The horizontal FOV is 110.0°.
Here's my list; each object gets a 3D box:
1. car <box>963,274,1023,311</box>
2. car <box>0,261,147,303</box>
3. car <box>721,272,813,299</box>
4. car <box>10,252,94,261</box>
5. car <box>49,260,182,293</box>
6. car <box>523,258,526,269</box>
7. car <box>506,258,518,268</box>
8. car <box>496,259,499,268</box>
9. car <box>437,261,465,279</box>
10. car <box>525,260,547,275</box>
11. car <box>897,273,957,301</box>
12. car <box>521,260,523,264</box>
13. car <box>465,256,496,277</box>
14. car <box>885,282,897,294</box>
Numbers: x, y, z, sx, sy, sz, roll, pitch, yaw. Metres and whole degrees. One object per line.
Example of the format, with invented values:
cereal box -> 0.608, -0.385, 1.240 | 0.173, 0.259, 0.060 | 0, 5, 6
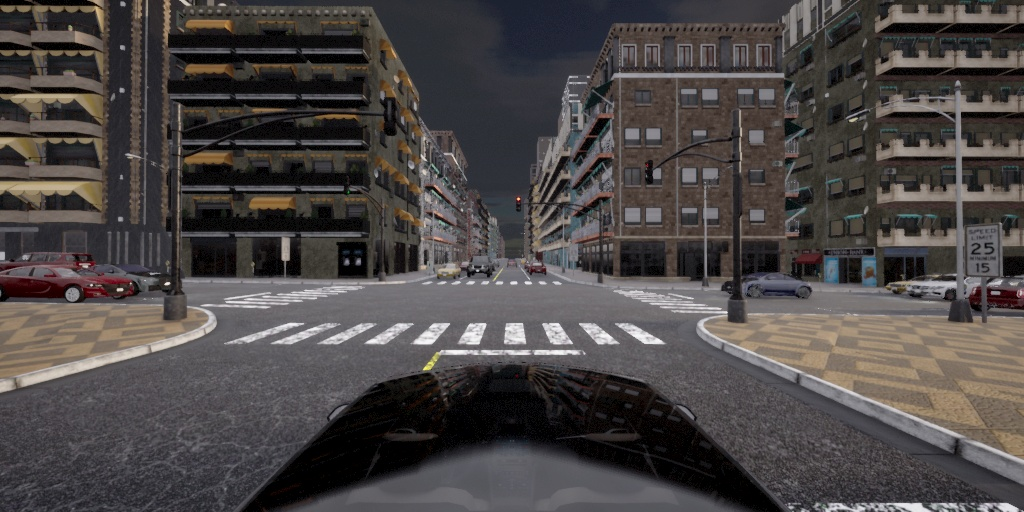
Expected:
car -> 20.838, 1.500, 14.011 | 4.097, 1.591, 1.967 | 0, 0, 0
car -> -17.259, 1.012, 13.700 | 4.507, 1.381, 1.888 | 0, 0, 0
car -> 13.911, 1.573, 19.729 | 4.181, 1.385, 1.994 | 1, -1, -1
car -> -28.641, 0.686, 21.998 | 5.009, 1.841, 2.192 | 0, 0, 0
car -> -17.674, 1.049, 16.290 | 4.181, 1.385, 1.994 | 1, -1, -1
car -> 2.703, 1.200, 43.870 | 1.967, 1.591, 4.097 | 0, 0, 0
car -> 0.018, 1.259, 63.775 | 2.128, 1.511, 4.902 | 0, 0, 0
car -> -3.087, 1.266, 46.618 | 1.837, 1.490, 4.892 | 0, 0, 0
car -> -5.681, 1.282, 32.669 | 1.751, 1.417, 4.829 | 0, 0, 0
car -> 2.701, 1.303, 38.346 | 1.888, 1.381, 4.507 | 0, 0, 0
car -> 24.741, 1.703, 19.802 | 4.674, 1.442, 1.812 | 1, -1, 0
car -> 2.706, 1.346, 54.917 | 1.802, 1.307, 4.207 | 0, 0, 0
car -> -3.091, 0.979, 35.247 | 2.150, 2.045, 5.566 | 0, 0, 0
car -> 26.252, 1.754, 22.364 | 4.829, 1.417, 1.751 | 0, 0, 0
